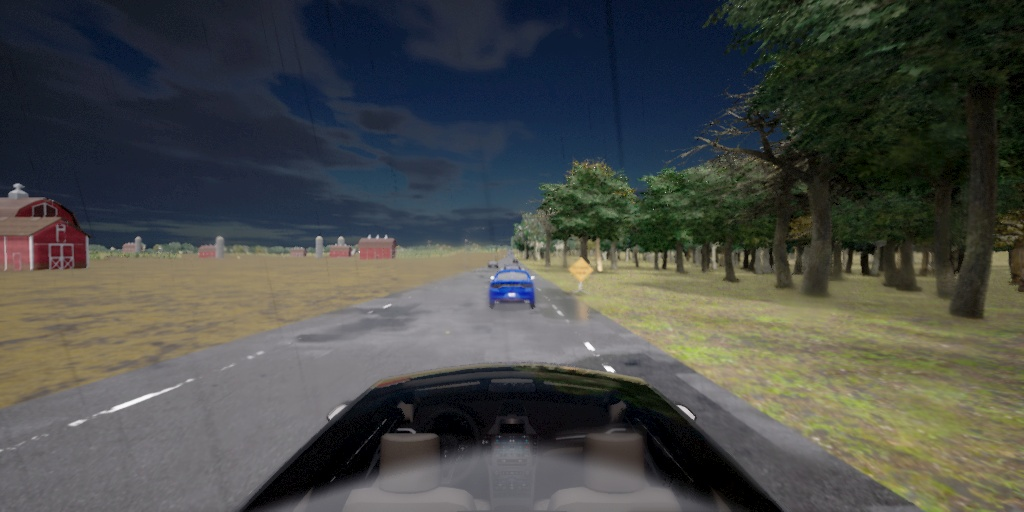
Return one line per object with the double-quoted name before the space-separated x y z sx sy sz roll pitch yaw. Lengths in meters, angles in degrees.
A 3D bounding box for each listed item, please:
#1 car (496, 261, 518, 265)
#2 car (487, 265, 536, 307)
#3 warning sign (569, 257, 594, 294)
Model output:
"car" 0.030 1.458 30.367 2.128 1.511 4.902 0 0 0
"car" 0.034 1.343 16.118 1.882 1.535 5.008 0 0 1
"warning sign" 3.555 1.000 18.659 1.300 1.860 1.060 0 0 0
